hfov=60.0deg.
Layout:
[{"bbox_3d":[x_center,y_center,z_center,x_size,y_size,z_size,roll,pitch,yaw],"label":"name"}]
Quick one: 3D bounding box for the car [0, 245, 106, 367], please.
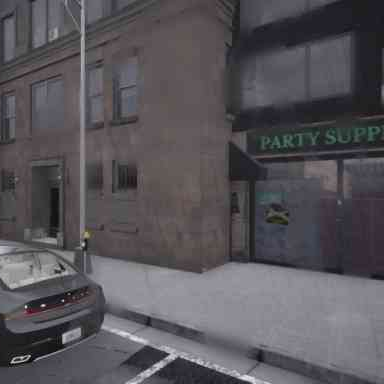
[{"bbox_3d":[-3.273,1.551,5.413,4.403,1.369,2.008,0,0,36],"label":"car"}]
